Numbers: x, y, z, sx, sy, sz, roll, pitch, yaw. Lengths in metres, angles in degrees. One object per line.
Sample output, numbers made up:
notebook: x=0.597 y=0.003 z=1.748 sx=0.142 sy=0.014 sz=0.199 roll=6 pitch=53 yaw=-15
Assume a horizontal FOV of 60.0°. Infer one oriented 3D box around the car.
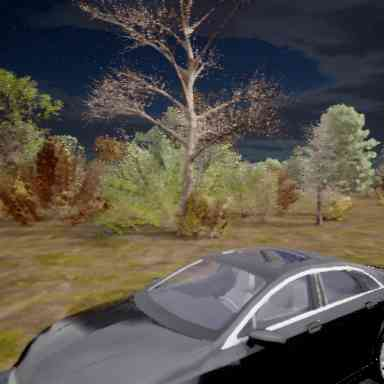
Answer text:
car: x=0.673 y=1.474 z=3.807 sx=4.902 sy=1.511 sz=2.128 roll=0 pitch=0 yaw=-34
